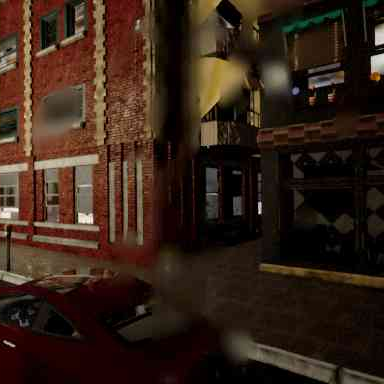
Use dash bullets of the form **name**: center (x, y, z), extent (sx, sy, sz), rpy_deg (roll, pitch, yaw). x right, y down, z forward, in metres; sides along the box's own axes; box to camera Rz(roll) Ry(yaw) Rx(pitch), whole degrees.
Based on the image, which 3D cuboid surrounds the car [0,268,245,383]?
- **car**: center (-1.444, 1.583, 3.879), extent (4.206, 1.307, 1.802), rpy_deg (0, -1, 36)
